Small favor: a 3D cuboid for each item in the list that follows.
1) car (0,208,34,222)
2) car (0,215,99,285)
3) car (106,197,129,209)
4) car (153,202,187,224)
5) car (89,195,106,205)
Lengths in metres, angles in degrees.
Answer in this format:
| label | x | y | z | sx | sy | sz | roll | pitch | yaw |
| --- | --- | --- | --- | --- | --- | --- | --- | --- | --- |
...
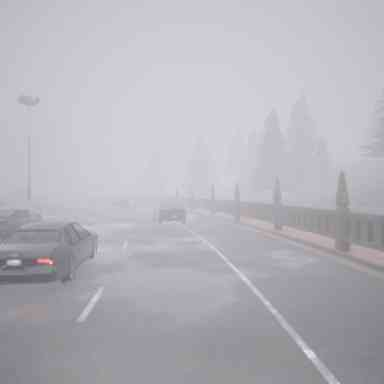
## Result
| label | x | y | z | sx | sy | sz | roll | pitch | yaw |
| --- | --- | --- | --- | --- | --- | --- | --- | --- | --- |
| car | -8.420 | 1.501 | 15.586 | 1.837 | 1.490 | 4.892 | 0 | 0 | -9 |
| car | -4.015 | 1.542 | 9.554 | 2.033 | 1.411 | 5.357 | 0 | 0 | -6 |
| car | -9.627 | 1.459 | 43.896 | 1.837 | 1.490 | 4.892 | 0 | 0 | -25 |
| car | -1.700 | 1.443 | 24.285 | 1.882 | 1.535 | 5.008 | 0 | 0 | -13 |
| car | -15.773 | 1.302 | 55.790 | 2.097 | 1.767 | 4.553 | 0 | 0 | -33 |
